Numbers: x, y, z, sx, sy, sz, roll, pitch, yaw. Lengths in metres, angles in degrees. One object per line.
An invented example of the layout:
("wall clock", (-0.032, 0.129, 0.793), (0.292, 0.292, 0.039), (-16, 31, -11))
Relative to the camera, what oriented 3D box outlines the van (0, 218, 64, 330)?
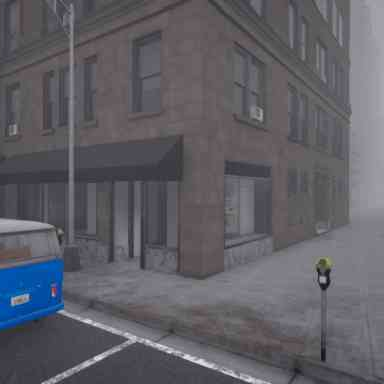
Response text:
("van", (-4.024, 1.340, 5.949), (3.998, 1.788, 1.690), (0, 0, 36))
